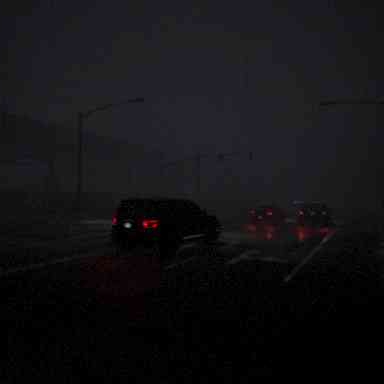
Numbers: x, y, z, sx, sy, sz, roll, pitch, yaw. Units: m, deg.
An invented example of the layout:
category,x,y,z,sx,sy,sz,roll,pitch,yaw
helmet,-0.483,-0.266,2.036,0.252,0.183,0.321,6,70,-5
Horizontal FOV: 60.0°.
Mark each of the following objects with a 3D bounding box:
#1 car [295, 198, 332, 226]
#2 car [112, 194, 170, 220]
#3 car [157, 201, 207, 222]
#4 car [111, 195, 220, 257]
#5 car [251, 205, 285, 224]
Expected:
category,x,y,z,sx,sy,sz,roll,pitch,yaw
car,9.810,1.649,26.289,2.097,1.767,4.553,1,0,27
car,-4.403,1.285,29.619,2.150,2.045,5.566,1,-1,28
car,-0.761,1.615,29.029,2.128,1.511,4.902,1,0,28
car,-0.844,1.273,13.698,2.150,2.045,5.566,1,0,31
car,6.226,1.762,26.966,1.812,1.442,4.674,1,0,29
